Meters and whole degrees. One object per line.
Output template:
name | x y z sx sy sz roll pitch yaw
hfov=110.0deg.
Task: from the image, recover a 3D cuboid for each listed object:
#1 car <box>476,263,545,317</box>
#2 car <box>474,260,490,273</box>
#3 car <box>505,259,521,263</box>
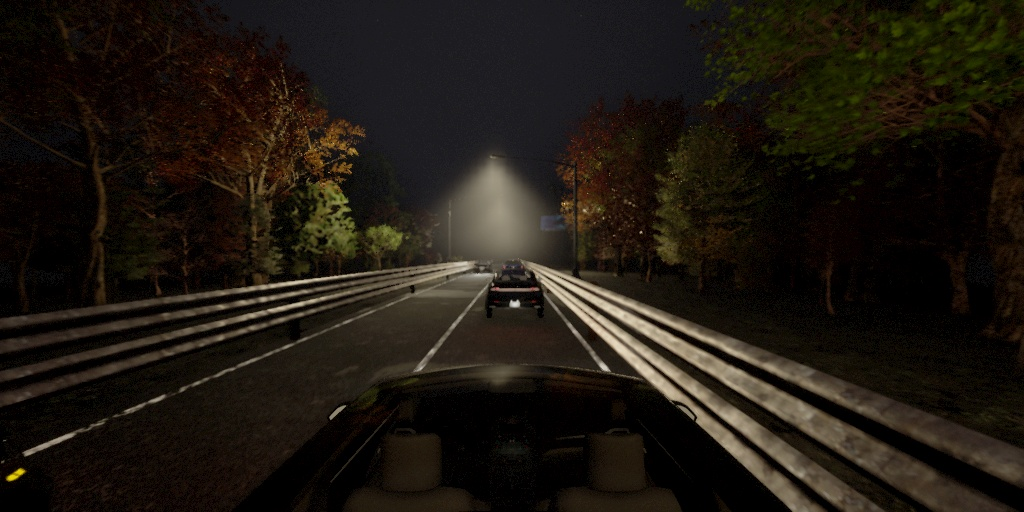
car | 0.093 1.185 12.804 2.128 1.511 4.902 0 0 0
car | -3.334 1.244 42.482 2.128 1.511 4.902 0 0 0
car | 0.100 1.069 33.595 2.097 1.767 4.553 0 0 0
